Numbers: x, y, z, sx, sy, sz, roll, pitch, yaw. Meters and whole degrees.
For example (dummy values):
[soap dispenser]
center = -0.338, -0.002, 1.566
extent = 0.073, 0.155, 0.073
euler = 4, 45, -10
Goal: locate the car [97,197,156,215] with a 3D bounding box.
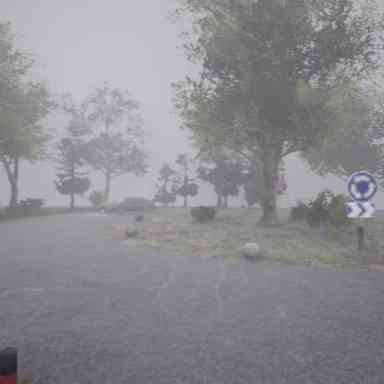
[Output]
[car]
center = -5.492, 1.121, 28.719
extent = 2.033, 1.411, 5.357
euler = 1, 1, 39
